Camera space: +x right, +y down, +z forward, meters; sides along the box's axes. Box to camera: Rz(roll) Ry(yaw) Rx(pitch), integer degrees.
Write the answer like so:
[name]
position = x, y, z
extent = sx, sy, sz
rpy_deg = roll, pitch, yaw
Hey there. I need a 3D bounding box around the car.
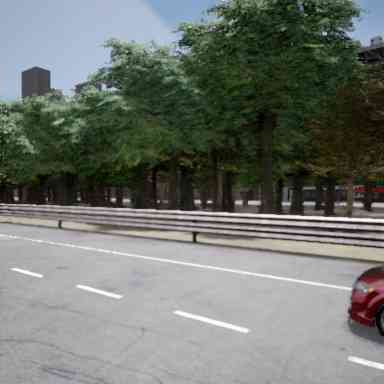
[car]
position = 4.613, 1.567, 4.879
extent = 4.181, 1.385, 1.994
rpy_deg = 0, 0, 36
